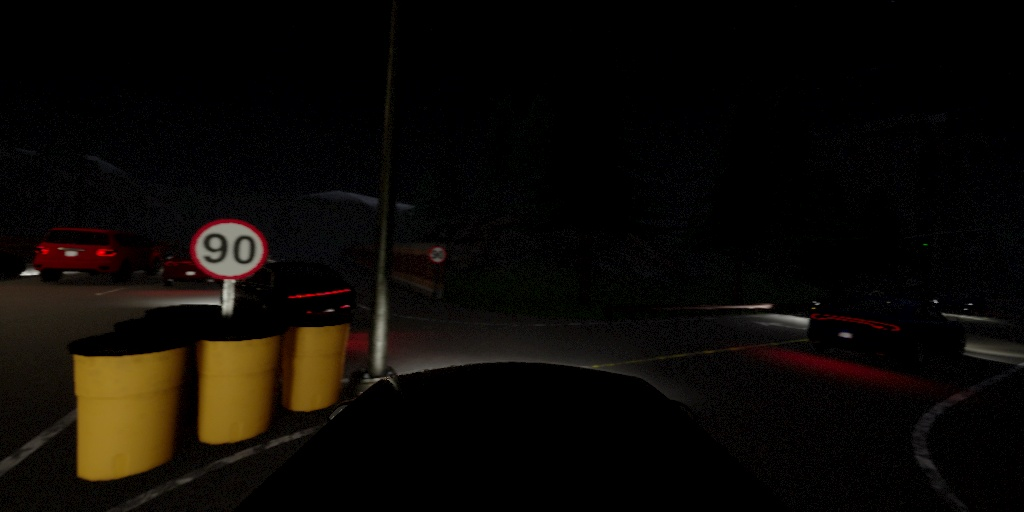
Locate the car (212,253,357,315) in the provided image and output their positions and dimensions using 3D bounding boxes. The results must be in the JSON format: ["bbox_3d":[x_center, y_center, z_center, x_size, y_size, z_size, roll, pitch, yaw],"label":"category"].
[{"bbox_3d":[-5.986,0.892,9.459,4.892,1.490,1.837,4,5,38],"label":"car"}]

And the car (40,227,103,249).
[{"bbox_3d":[-46.661,-1.819,38.171,2.150,2.045,5.566,4,0,-28],"label":"car"}]

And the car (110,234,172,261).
[{"bbox_3d":[-28.237,-0.636,27.485,2.097,1.767,4.553,4,0,-30],"label":"car"}]

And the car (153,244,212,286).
[{"bbox_3d":[-13.227,0.415,15.560,1.882,1.535,5.008,4,0,-30],"label":"car"}]

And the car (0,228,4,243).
[{"bbox_3d":[-52.830,-2.124,34.875,1.882,1.535,5.008,4,0,-28],"label":"car"}]

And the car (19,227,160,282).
[{"bbox_3d":[-16.939,-0.075,15.040,2.150,2.045,5.566,4,0,-30],"label":"car"}]

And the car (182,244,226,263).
[{"bbox_3d":[-25.727,-0.263,30.091,1.994,1.385,4.181,4,0,-30],"label":"car"}]

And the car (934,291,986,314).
[{"bbox_3d":[31.720,3.232,25.460,5.008,1.535,1.882,4,0,-29],"label":"car"}]

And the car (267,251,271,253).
[{"bbox_3d":[-22.367,-0.110,31.277,1.837,1.490,4.892,4,0,-30],"label":"car"}]

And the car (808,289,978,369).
[{"bbox_3d":[10.067,1.848,9.576,5.008,1.535,1.882,4,0,-27],"label":"car"}]

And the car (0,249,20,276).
[{"bbox_3d":[-19.498,0.104,12.436,1.994,1.385,4.181,4,0,-30],"label":"car"}]

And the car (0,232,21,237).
[{"bbox_3d":[-49.765,-1.746,36.532,1.994,1.385,4.181,4,0,-28],"label":"car"}]

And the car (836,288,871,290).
[{"bbox_3d":[16.275,2.276,17.035,4.892,1.490,1.837,4,0,-29],"label":"car"}]
